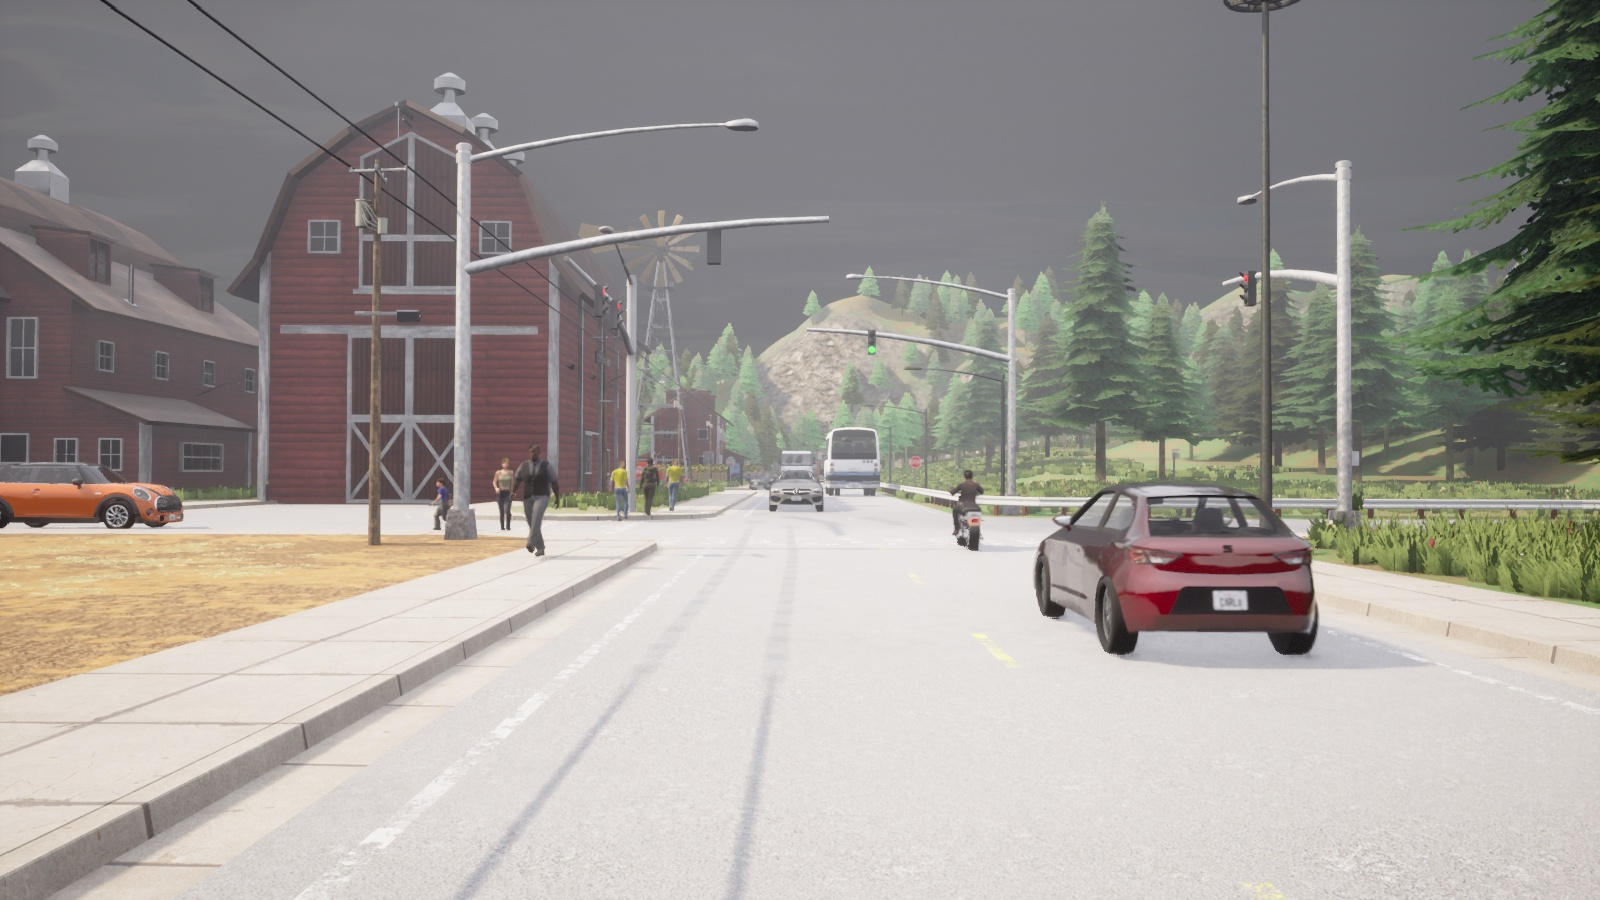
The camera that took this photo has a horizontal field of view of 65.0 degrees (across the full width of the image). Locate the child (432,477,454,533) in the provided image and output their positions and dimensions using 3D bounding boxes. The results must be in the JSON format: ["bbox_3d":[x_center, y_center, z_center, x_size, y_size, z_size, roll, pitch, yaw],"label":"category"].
[{"bbox_3d":[-8.124,1.241,28.574,0.437,1.263,0.270,0,-1,-8],"label":"child"}]

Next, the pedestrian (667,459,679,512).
[{"bbox_3d":[-4.432,1.223,43.876,0.354,1.836,0.706,0,-1,-2],"label":"pedestrian"}]

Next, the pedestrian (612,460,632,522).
[{"bbox_3d":[-5.357,1.236,37.744,0.354,1.836,0.706,0,-1,13],"label":"pedestrian"}]

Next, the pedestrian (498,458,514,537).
[{"bbox_3d":[-6.926,1.113,29.568,0.345,1.836,0.594,0,-1,-15],"label":"pedestrian"}]

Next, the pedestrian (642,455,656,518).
[{"bbox_3d":[-4.677,1.129,38.893,0.395,1.930,0.692,0,-1,-3],"label":"pedestrian"}]

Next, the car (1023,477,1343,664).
[{"bbox_3d":[3.468,1.020,12.243,1.816,1.474,4.193,0,-1,0],"label":"car"}]

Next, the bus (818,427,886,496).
[{"bbox_3d":[3.285,0.800,82.106,3.944,4.253,10.273,0,-1,0],"label":"bus"}]

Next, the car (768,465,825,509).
[{"bbox_3d":[-0.129,1.433,50.104,2.152,1.651,5.027,0,-1,0],"label":"car"}]

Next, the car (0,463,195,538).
[{"bbox_3d":[-17.865,1.238,31.313,4.553,1.767,2.097,0,-1,-1],"label":"car"}]

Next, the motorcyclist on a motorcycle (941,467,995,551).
[{"bbox_3d":[3.434,1.184,25.842,0.766,1.649,2.350,0,-1,0],"label":"motorcyclist on a motorcycle"}]

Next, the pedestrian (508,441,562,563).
[{"bbox_3d":[-4.177,0.809,19.829,0.563,1.883,0.849,0,-1,9],"label":"pedestrian"}]
